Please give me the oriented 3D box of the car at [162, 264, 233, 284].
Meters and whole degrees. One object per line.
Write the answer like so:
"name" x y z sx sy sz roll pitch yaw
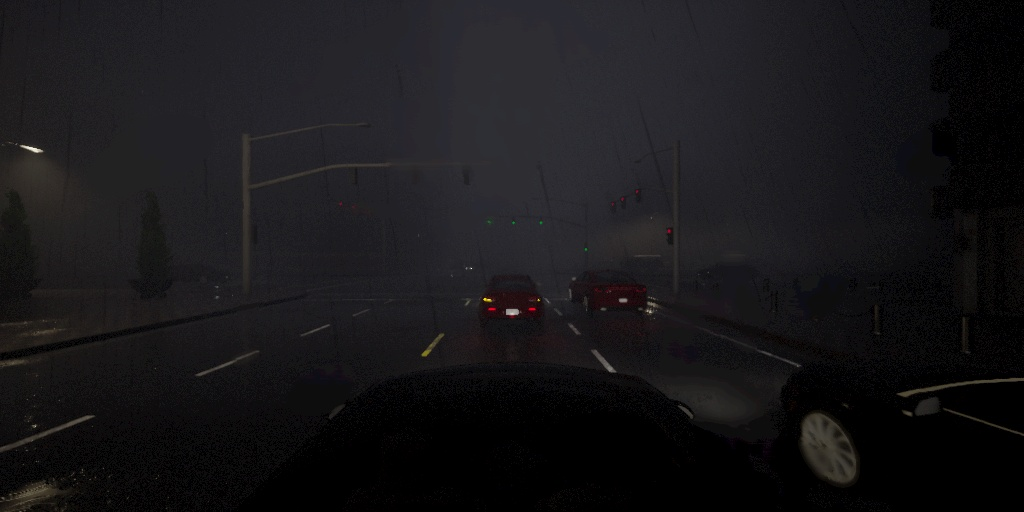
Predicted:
"car" -23.687 1.332 26.803 4.892 1.490 1.837 0 0 0

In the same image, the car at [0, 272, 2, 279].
"car" -40.351 1.392 26.667 4.181 1.385 1.994 0 0 0

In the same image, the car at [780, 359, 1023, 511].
"car" 3.594 1.257 1.585 1.837 1.490 4.892 0 0 0

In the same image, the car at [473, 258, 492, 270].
"car" -4.517 1.322 55.082 1.812 1.442 4.674 0 0 -1

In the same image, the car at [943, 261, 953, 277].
"car" 41.401 1.377 31.048 5.357 1.411 2.033 0 0 0

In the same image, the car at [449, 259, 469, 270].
"car" -7.902 1.358 52.246 1.994 1.385 4.181 0 0 -1

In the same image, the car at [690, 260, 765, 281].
"car" 18.484 1.334 30.872 4.892 1.490 1.837 0 0 0

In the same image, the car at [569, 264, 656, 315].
"car" 3.438 1.238 13.684 1.882 1.535 5.008 0 0 -1

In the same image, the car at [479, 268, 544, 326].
"car" -0.026 1.284 11.542 1.812 1.442 4.674 0 0 -1
